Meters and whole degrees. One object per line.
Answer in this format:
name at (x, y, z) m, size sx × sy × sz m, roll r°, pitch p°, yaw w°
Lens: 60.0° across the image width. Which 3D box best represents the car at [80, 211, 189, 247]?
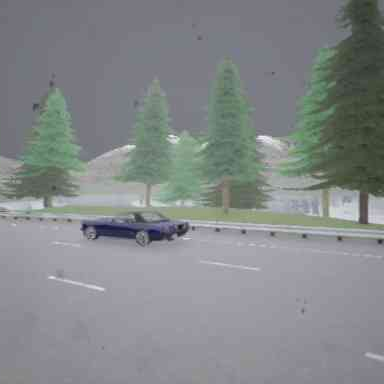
car at (-2.560, 1.446, 14.134) m, size 4.718 × 1.301 × 1.895 m, roll 0°, pitch 1°, yaw 32°
